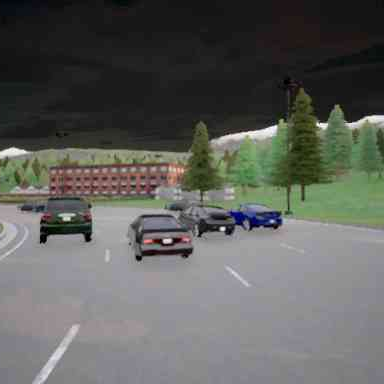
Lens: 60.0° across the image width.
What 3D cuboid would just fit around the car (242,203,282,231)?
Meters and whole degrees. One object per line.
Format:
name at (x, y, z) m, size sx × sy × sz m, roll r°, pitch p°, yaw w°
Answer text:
car at (3.396, 1.407, 20.119) m, size 1.882 × 1.535 × 5.008 m, roll 0°, pitch 0°, yaw -21°

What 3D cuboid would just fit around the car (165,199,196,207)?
car at (-0.717, 1.454, 34.713) m, size 2.033 × 1.411 × 5.357 m, roll 0°, pitch 0°, yaw -40°

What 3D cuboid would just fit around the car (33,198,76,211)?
car at (-16.757, 1.505, 40.329) m, size 5.357 × 1.411 × 2.033 m, roll 0°, pitch 0°, yaw 32°

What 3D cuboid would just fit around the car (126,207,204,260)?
car at (-1.367, 1.519, 12.447) m, size 2.033 × 1.411 × 5.357 m, roll 0°, pitch 0°, yaw -15°

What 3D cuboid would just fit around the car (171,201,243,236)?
car at (0.588, 1.453, 17.643) m, size 1.837 × 1.490 × 4.892 m, roll 1°, pitch 0°, yaw -20°

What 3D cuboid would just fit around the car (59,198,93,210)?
car at (-15.016, 1.507, 42.995) m, size 4.181 × 1.385 × 1.994 m, roll 0°, pitch 0°, yaw 34°

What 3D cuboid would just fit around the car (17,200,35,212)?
car at (-16.710, 1.518, 35.879) m, size 5.357 × 1.411 × 2.033 m, roll 0°, pitch 0°, yaw 36°

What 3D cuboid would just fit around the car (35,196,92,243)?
car at (-6.202, 1.202, 16.332) m, size 2.150 × 2.045 × 5.566 m, roll 0°, pitch 0°, yaw -22°
